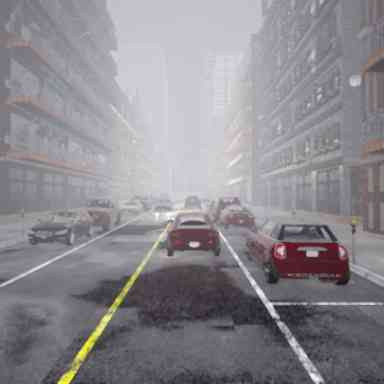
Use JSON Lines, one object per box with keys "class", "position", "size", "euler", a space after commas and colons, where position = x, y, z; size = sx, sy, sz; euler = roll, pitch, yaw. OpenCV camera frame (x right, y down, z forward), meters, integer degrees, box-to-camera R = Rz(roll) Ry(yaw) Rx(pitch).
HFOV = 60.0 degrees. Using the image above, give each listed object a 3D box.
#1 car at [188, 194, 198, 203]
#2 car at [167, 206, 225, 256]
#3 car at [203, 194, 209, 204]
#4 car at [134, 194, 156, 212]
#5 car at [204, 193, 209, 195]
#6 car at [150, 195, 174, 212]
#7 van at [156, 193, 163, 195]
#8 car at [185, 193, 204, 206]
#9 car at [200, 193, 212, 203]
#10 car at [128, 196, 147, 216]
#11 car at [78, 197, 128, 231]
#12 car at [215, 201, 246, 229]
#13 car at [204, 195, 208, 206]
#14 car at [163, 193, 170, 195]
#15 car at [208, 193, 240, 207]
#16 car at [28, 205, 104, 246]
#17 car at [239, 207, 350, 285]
{"class": "car", "position": [0.105, 1.242, 64.719], "size": [1.882, 1.535, 5.008], "euler": [0, 0, 0]}
{"class": "car", "position": [0.047, 1.482, 12.773], "size": [1.812, 1.442, 4.674], "euler": [0, 0, 0]}
{"class": "car", "position": [2.708, 1.372, 42.830], "size": [1.752, 1.417, 4.829], "euler": [1, 0, 0]}
{"class": "car", "position": [-5.669, 1.183, 37.067], "size": [2.192, 1.841, 5.009], "euler": [1, 0, 0]}
{"class": "car", "position": [2.708, 1.330, 59.281], "size": [1.887, 1.381, 4.507], "euler": [1, 0, 0]}
{"class": "car", "position": [-3.006, 1.416, 36.828], "size": [2.033, 1.411, 5.357], "euler": [0, 0, 0]}
{"class": "van", "position": [-5.669, 1.168, 48.148], "size": [1.690, 1.788, 3.998], "euler": [1, 0, 0]}
{"class": "car", "position": [0.103, 1.197, 43.398], "size": [2.097, 1.767, 4.553], "euler": [0, 0, 0]}
{"class": "car", "position": [2.713, 1.079, 64.821], "size": [2.192, 1.841, 5.009], "euler": [1, 0, 0]}
{"class": "car", "position": [-5.674, 1.414, 31.357], "size": [1.752, 1.417, 4.829], "euler": [1, 0, 0]}
{"class": "car", "position": [-5.671, 1.244, 20.445], "size": [2.192, 1.841, 5.009], "euler": [1, 0, 0]}
{"class": "car", "position": [2.706, 1.473, 20.499], "size": [1.887, 1.381, 4.507], "euler": [1, 0, 0]}
{"class": "car", "position": [2.706, 1.418, 37.119], "size": [2.008, 1.369, 4.403], "euler": [1, 0, 0]}
{"class": "car", "position": [-5.667, 1.058, 70.309], "size": [2.192, 1.841, 5.009], "euler": [1, 0, 0]}
{"class": "car", "position": [2.710, 1.223, 26.037], "size": [2.192, 1.841, 5.009], "euler": [1, 0, 0]}
{"class": "car", "position": [-5.676, 1.499, 14.906], "size": [2.008, 1.369, 4.403], "euler": [1, 0, 0]}
{"class": "car", "position": [2.706, 1.408, 9.417], "size": [1.967, 1.590, 4.097], "euler": [1, 0, 0]}
